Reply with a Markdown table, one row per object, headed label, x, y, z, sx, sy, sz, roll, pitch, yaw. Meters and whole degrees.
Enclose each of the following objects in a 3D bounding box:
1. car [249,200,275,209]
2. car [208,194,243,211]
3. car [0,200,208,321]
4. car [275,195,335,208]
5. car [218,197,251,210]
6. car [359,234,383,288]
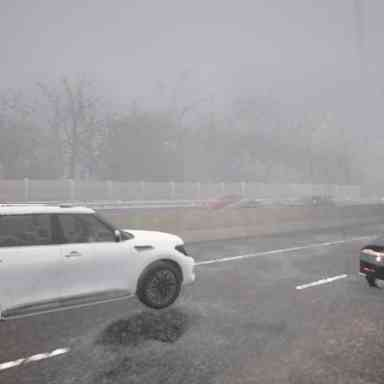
| label | x | y | z | sx | sy | sz | roll | pitch | yaw |
| --- | --- | --- | --- | --- | --- | --- | --- | --- | --- |
| car | 7.747 | 1.585 | 31.004 | 4.181 | 1.385 | 1.994 | 0 | 0 | -35 |
| car | 3.474 | 1.243 | 36.556 | 5.566 | 2.045 | 2.150 | 0 | 0 | -35 |
| car | -2.608 | 1.222 | 6.185 | 5.566 | 2.045 | 2.150 | 0 | 0 | -35 |
| car | 9.955 | 1.243 | 28.280 | 5.566 | 2.045 | 2.150 | 0 | 0 | -35 |
| car | 5.376 | 1.526 | 33.612 | 4.892 | 1.490 | 1.837 | 0 | 0 | -35 |
| car | 5.944 | 1.497 | 7.985 | 4.902 | 1.511 | 2.128 | 0 | 0 | -35 |
